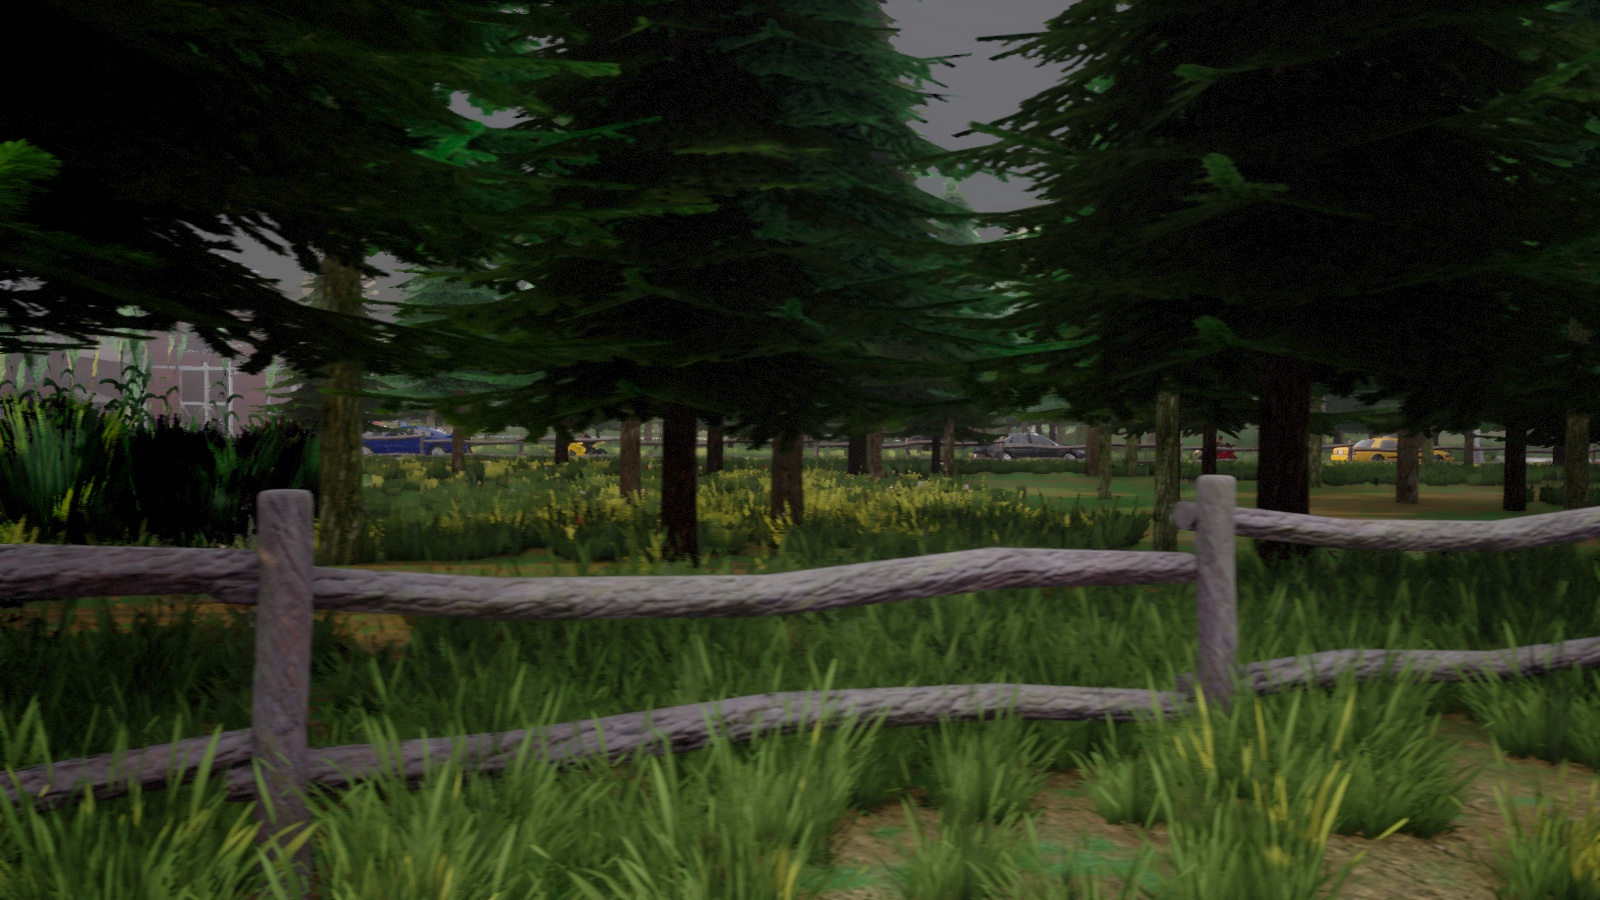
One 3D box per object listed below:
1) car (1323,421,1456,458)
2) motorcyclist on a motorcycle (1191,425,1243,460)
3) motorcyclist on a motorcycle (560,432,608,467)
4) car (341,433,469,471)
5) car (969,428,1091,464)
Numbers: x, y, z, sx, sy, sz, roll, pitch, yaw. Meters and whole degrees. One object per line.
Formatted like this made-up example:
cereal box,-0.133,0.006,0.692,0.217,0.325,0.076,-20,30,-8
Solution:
car,26.843,-0.487,57.224,5.366,1.575,1.801,-1,1,-9
motorcyclist on a motorcycle,18.599,-0.332,55.983,2.044,1.523,0.797,-1,1,-9
motorcyclist on a motorcycle,-9.510,-0.022,55.347,2.044,1.523,0.797,-1,1,-7
car,-17.045,0.072,54.420,5.008,1.535,1.882,-1,1,-7
car,9.996,-0.195,54.697,4.892,1.490,1.837,-1,1,-8
